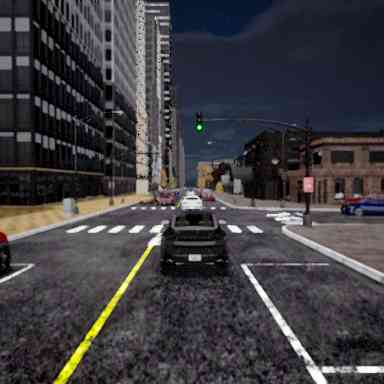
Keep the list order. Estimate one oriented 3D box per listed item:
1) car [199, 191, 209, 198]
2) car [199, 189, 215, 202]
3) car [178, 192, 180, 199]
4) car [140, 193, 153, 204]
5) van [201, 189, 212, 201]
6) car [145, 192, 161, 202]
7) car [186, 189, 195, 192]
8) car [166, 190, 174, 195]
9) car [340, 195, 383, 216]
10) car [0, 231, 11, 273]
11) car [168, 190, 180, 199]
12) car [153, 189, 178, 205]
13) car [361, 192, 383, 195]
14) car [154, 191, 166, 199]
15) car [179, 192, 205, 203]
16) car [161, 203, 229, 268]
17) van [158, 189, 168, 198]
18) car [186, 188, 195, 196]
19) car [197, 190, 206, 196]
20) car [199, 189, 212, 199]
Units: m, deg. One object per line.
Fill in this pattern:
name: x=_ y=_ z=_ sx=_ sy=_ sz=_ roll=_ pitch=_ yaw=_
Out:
car: x=2.420 y=0.515 z=67.535 sx=1.802 sy=1.307 sz=4.206 roll=-1 pitch=1 yaw=0
car: x=2.483 y=0.639 z=50.603 sx=1.967 sy=1.590 sz=4.097 roll=-1 pitch=1 yaw=0
car: x=-3.284 y=0.762 z=50.602 sx=1.994 sy=1.385 sz=4.181 roll=0 pitch=1 yaw=-1
car: x=-6.011 y=0.814 z=44.812 sx=1.752 sy=1.417 sz=4.829 roll=-1 pitch=1 yaw=0
van: x=2.460 y=0.452 z=56.245 sx=1.690 sy=1.788 sz=3.998 roll=-1 pitch=1 yaw=0
car: x=-5.862 y=0.763 z=50.626 sx=1.947 sy=1.339 sz=4.313 roll=-1 pitch=1 yaw=0
car: x=-0.276 y=0.387 z=71.900 sx=1.812 sy=1.442 sz=4.674 roll=0 pitch=1 yaw=0
car: x=-6.015 y=0.106 z=89.960 sx=1.752 sy=1.417 sz=4.829 roll=-1 pitch=1 yaw=0
car: x=14.711 y=1.255 z=27.805 sx=4.181 sy=1.385 sz=1.994 roll=1 pitch=2 yaw=1
car: x=-5.729 y=1.325 z=7.039 sx=1.967 sy=1.590 sz=4.097 roll=-1 pitch=1 yaw=0
car: x=-3.234 y=0.513 z=60.983 sx=1.882 sy=1.535 sz=5.008 roll=0 pitch=1 yaw=0
car: x=-3.252 y=0.699 z=41.145 sx=2.097 sy=1.767 sz=4.553 roll=0 pitch=1 yaw=0
car: x=16.411 y=0.942 z=30.370 sx=5.009 sy=1.841 sz=2.192 roll=1 pitch=1 yaw=1
car: x=-5.906 y=0.586 z=61.914 sx=1.947 sy=1.339 sz=4.313 roll=-1 pitch=1 yaw=0
car: x=-0.013 y=1.048 z=30.002 sx=1.812 sy=1.442 sz=4.674 roll=0 pitch=1 yaw=0
car: x=0.062 y=1.334 z=10.626 sx=1.837 sy=1.490 sz=4.892 roll=0 pitch=1 yaw=0
van: x=-5.931 y=0.273 z=67.554 sx=1.690 sy=1.788 sz=3.998 roll=-1 pitch=1 yaw=0
car: x=-0.315 y=-0.016 z=81.899 sx=2.097 sy=1.767 sz=4.553 roll=0 pitch=1 yaw=0
car: x=2.354 y=0.219 z=84.464 sx=2.008 sy=1.369 sz=4.403 roll=-1 pitch=1 yaw=0
car: x=2.437 y=0.337 z=61.887 sx=2.192 sy=1.841 sz=5.009 roll=-1 pitch=1 yaw=0
